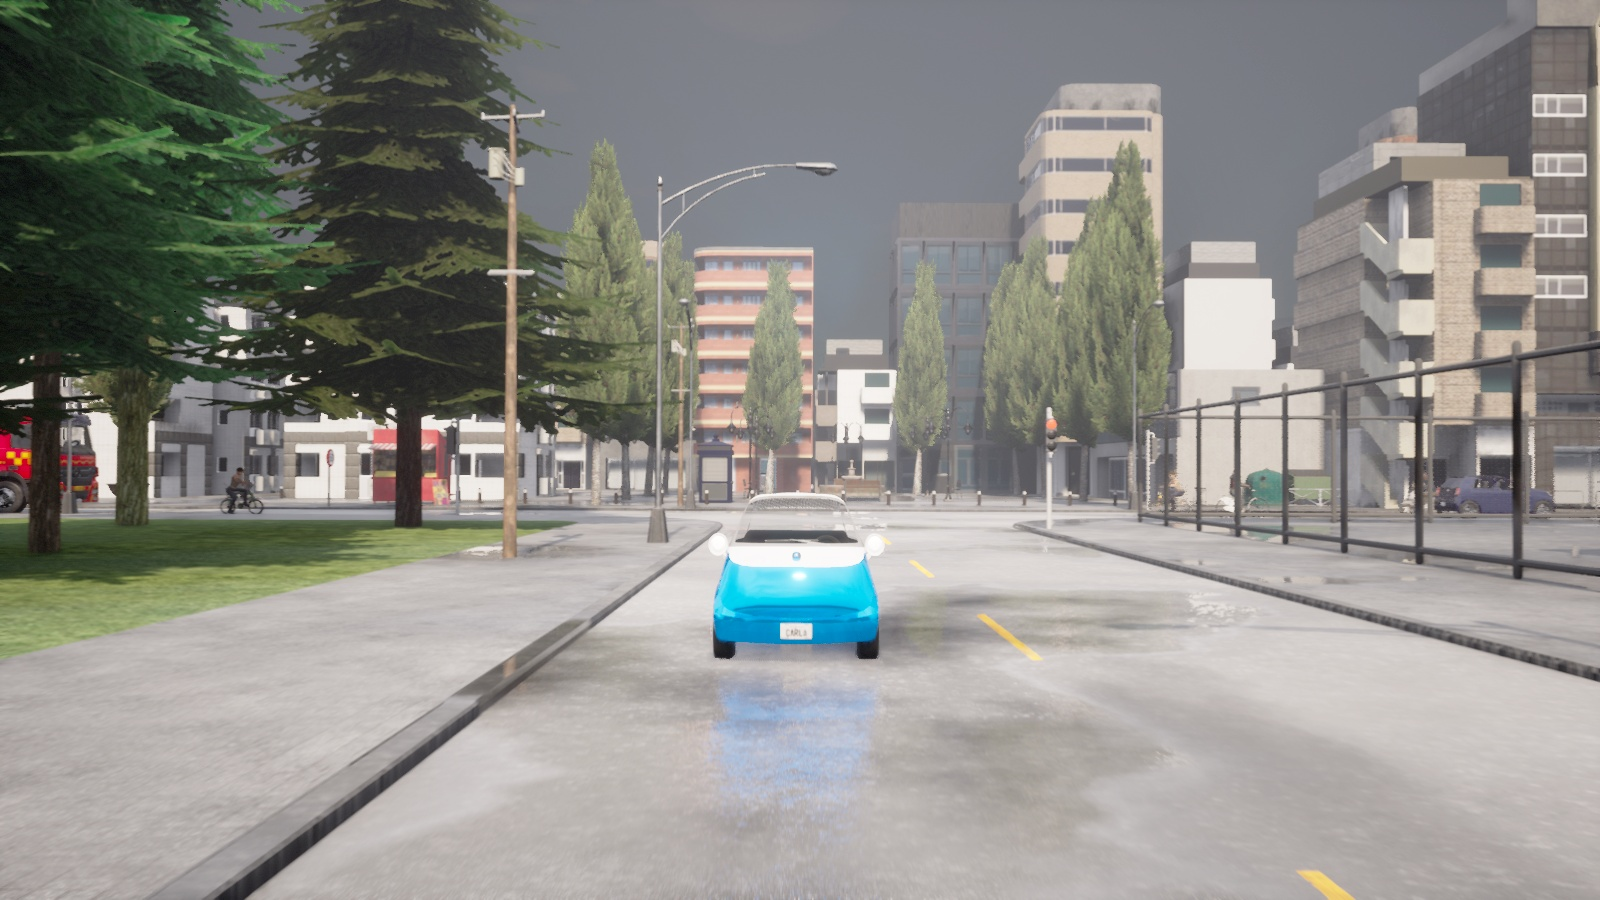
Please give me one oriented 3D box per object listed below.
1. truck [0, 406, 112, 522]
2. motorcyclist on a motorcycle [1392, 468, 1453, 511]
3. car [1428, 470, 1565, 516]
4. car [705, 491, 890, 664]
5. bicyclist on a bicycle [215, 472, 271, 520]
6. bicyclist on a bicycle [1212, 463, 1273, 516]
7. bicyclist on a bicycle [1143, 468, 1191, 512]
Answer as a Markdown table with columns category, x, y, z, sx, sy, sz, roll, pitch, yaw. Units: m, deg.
| category | x | y | z | sx | sy | sz | roll | pitch | yaw |
| --- | --- | --- | --- | --- | --- | --- | --- | --- | --- |
| truck | -28.490 | 0.488 | 42.816 | 8.468 | 3.827 | 2.891 | 0 | -1 | 0 |
| motorcyclist on a motorcycle | 23.251 | 1.469 | 46.944 | 1.817 | 1.590 | 0.866 | 0 | -1 | 0 |
| car | 23.779 | 1.459 | 42.945 | 3.633 | 1.501 | 1.845 | 0 | -1 | 0 |
| car | -0.023 | 1.058 | 11.179 | 1.481 | 1.376 | 2.207 | 0 | -2 | 0 |
| bicyclist on a bicycle | -18.985 | 1.551 | 42.837 | 1.509 | 1.612 | 0.866 | 0 | -1 | 0 |
| bicyclist on a bicycle | 15.098 | 1.349 | 42.860 | 1.843 | 1.776 | 0.659 | 0 | -1 | -2 |
| bicyclist on a bicycle | 13.708 | 1.490 | 46.913 | 1.509 | 1.612 | 0.866 | 0 | -1 | 0 |
